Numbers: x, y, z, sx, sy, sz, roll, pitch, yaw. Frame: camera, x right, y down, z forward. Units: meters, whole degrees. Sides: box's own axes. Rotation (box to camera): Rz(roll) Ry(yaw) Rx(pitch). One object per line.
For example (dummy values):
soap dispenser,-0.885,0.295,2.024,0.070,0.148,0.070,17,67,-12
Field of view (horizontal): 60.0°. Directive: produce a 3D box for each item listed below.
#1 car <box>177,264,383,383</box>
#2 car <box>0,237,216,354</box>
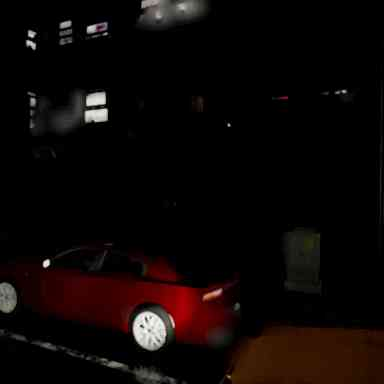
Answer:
car,2.728,1.519,1.968,5.366,1.575,1.801,2,1,23
car,-1.396,1.435,5.676,4.507,1.381,1.887,2,-1,23
